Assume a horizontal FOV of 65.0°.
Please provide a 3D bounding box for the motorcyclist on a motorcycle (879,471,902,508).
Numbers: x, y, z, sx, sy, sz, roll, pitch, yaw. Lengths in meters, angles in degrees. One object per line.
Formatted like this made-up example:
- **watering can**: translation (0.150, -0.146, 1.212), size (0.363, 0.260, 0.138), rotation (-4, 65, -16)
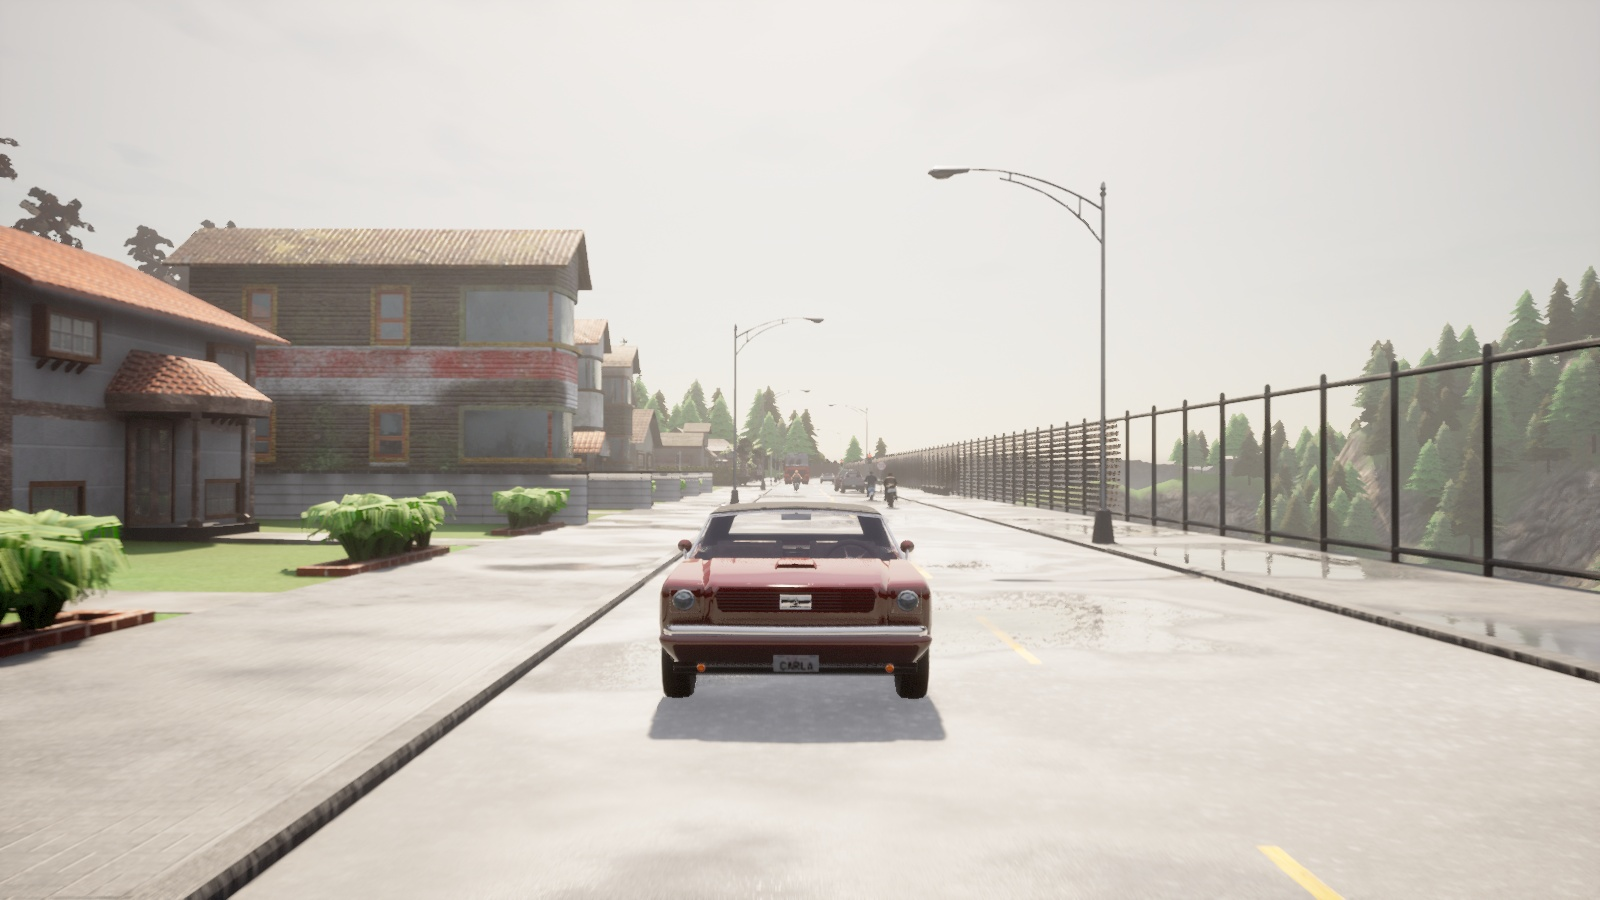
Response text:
- **motorcyclist on a motorcycle**: translation (3.869, 1.683, 53.841), size (0.797, 1.523, 2.044), rotation (0, -1, 0)

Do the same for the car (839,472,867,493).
- **car**: translation (3.782, 2.323, 90.156), size (1.845, 1.501, 3.633), rotation (0, -1, 0)

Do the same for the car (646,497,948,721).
- **car**: translation (-0.025, 1.087, 10.251), size (1.895, 1.301, 4.718), rotation (0, -1, 0)
